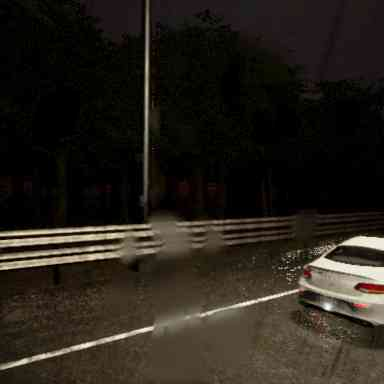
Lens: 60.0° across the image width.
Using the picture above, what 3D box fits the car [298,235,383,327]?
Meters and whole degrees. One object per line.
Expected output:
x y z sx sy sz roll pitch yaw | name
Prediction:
4.029 1.597 6.642 4.674 1.442 1.812 1 0 -36 | car
